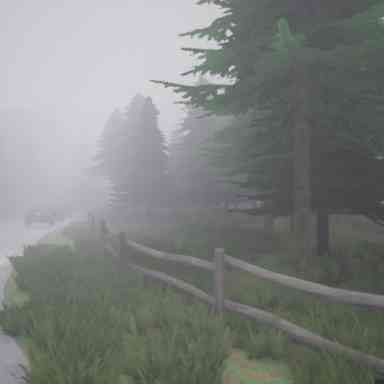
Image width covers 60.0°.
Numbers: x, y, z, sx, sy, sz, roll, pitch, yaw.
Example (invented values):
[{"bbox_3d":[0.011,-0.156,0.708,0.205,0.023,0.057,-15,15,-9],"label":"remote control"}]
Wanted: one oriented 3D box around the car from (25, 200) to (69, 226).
[{"bbox_3d":[-12.060,1.763,27.578,2.097,1.767,4.553,0,-1,-8],"label":"car"}]
